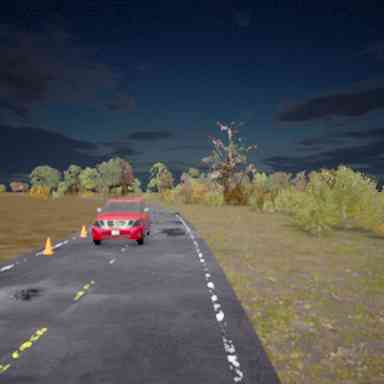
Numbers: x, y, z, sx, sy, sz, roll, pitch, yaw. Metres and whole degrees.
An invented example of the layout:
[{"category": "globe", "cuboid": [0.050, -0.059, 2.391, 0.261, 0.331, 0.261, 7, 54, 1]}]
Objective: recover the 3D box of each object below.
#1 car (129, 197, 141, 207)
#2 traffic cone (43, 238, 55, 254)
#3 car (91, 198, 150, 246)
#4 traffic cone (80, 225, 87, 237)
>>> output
[{"category": "car", "cuboid": [-9.861, 1.672, 56.992, 1.882, 1.535, 5.008, 0, 0, -12]}, {"category": "traffic cone", "cuboid": [-5.419, 2.023, 12.571, 0.340, 0.580, 0.340, 0, 0, -3]}, {"category": "car", "cuboid": [-3.235, 1.307, 16.188, 2.150, 2.045, 5.566, 0, 0, -3]}, {"category": "traffic cone", "cuboid": [-5.700, 2.048, 17.516, 0.340, 0.580, 0.340, 0, 0, -4]}]
